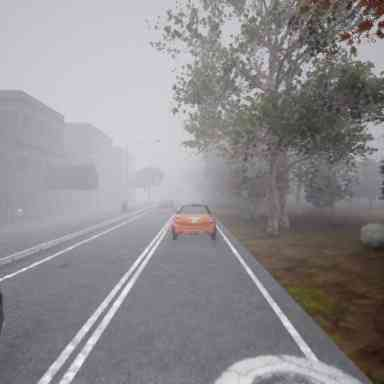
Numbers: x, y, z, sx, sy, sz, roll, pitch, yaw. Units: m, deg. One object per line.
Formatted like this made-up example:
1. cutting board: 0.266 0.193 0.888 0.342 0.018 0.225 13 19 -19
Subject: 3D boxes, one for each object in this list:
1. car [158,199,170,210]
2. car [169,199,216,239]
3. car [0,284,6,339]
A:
1. car: -3.327 1.553 43.765 1.994 1.385 4.181 0 0 0
2. car: 0.104 1.354 17.460 2.097 1.767 4.553 0 0 0
3. car: -3.351 1.492 2.372 2.128 1.511 4.902 0 0 0
